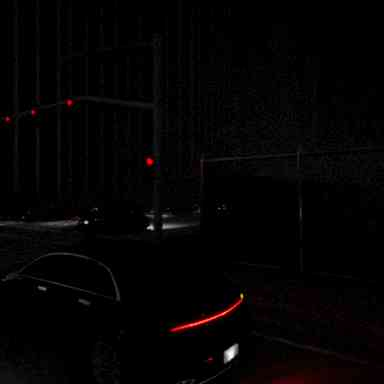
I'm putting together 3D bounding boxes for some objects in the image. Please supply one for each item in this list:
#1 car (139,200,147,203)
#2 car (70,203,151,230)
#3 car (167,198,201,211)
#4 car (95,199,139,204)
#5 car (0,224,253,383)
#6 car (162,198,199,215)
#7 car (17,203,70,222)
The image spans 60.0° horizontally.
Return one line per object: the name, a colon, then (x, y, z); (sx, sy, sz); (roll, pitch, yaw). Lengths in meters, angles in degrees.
car: (-6.173, 1.530, 34.411); (1.812, 1.442, 4.674); (0, 0, 36)
car: (-4.298, 1.541, 18.756); (1.994, 1.385, 4.181); (0, 0, 34)
car: (-0.925, 1.530, 41.744); (1.812, 1.442, 4.674); (0, 0, 36)
car: (-6.967, 1.348, 27.321); (2.097, 1.767, 4.553); (0, 0, 36)
car: (-1.460, 1.516, 5.175); (4.892, 1.490, 1.837); (0, 0, 39)
car: (-1.502, 1.543, 34.940); (2.033, 1.411, 5.357); (0, 0, 35)
car: (-11.514, 1.605, 26.980); (1.895, 1.301, 4.718); (0, 0, 36)
